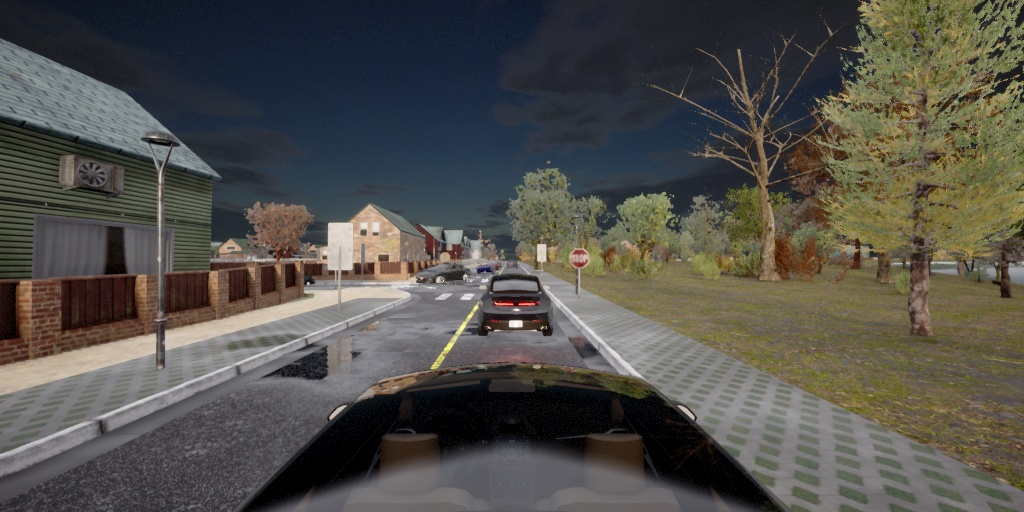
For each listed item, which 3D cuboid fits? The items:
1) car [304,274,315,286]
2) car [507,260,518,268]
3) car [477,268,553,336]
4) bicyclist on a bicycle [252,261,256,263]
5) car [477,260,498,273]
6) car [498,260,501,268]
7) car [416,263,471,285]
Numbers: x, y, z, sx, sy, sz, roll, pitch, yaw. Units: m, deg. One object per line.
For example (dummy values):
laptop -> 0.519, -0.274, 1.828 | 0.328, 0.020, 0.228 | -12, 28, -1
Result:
car -> -15.275, 1.318, 22.320 | 5.357, 1.411, 2.033 | 0, -2, 2
car -> 0.023, 1.383, 62.894 | 2.128, 1.511, 4.902 | 0, 0, 0
car -> 0.079, 1.262, 10.378 | 1.837, 1.490, 4.892 | 0, 0, 0
bicyclist on a bicycle -> -20.275, 1.239, 28.335 | 0.582, 1.620, 1.656 | 0, -1, 2
car -> -2.906, 1.415, 40.647 | 1.895, 1.301, 4.718 | 0, 0, 0
car -> -2.899, 1.326, 51.779 | 1.882, 1.535, 5.008 | 0, 0, -1
car -> -5.056, 1.315, 27.106 | 1.837, 1.490, 4.892 | 1, 1, 31
